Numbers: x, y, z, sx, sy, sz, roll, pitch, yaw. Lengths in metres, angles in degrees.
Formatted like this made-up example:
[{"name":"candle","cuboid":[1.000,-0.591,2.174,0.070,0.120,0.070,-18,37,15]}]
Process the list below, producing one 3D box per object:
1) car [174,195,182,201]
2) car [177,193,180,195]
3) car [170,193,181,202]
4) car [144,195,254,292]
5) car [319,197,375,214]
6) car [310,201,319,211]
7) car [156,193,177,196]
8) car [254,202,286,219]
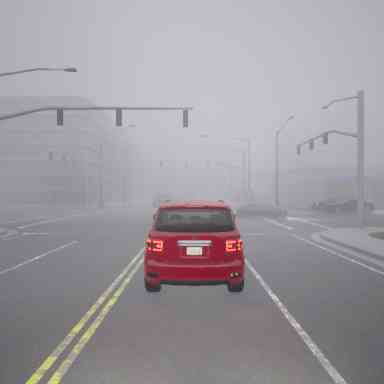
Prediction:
[{"name":"car","cuboid":[-3.628,1.545,89.479,1.994,1.385,4.181,0,0,0]},{"name":"car","cuboid":[-3.656,1.352,61.873,2.097,1.767,4.553,0,0,0]},{"name":"car","cuboid":[-3.605,1.225,74.063,2.150,2.045,5.566,0,0,0]},{"name":"car","cuboid":[0.060,1.221,9.047,2.150,2.045,5.566,0,0,0]},{"name":"car","cuboid":[16.562,1.478,35.079,5.008,1.535,1.882,0,0,0]},{"name":"car","cuboid":[16.103,1.352,38.586,4.553,1.767,2.097,0,0,0]},{"name":"car","cuboid":[-4.001,1.210,46.318,2.150,2.045,5.566,0,0,6]},{"name":"car","cuboid":[5.939,1.551,28.546,4.181,1.385,1.994,0,0,18]}]
